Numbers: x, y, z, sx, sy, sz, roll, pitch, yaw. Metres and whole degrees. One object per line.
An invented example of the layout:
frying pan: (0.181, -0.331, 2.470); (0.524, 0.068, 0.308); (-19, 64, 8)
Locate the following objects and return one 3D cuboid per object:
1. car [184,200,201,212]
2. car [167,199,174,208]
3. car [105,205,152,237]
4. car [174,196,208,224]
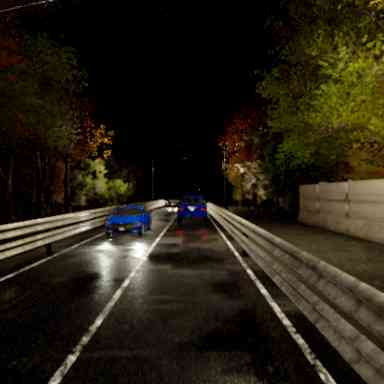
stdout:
car: (0.084, 1.833, 43.319); (2.033, 1.411, 5.357); (0, -1, 0)
car: (-3.304, 2.065, 59.302); (2.128, 1.511, 4.902); (0, -1, 1)
car: (-3.351, 1.509, 18.344); (1.882, 1.535, 5.008); (0, 0, 0)
car: (0.044, 1.302, 25.562); (2.150, 2.045, 5.566); (0, 0, 1)
